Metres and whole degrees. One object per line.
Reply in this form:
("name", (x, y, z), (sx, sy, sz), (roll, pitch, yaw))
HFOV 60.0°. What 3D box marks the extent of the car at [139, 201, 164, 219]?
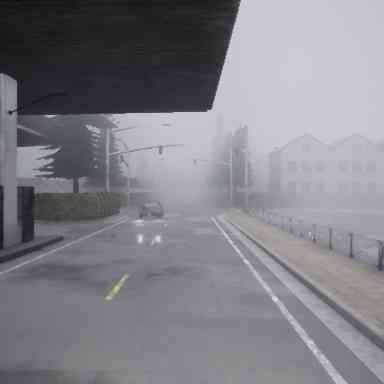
("car", (-3.502, 1.553, 29.539), (1.812, 1.442, 4.674), (0, 0, 0))
